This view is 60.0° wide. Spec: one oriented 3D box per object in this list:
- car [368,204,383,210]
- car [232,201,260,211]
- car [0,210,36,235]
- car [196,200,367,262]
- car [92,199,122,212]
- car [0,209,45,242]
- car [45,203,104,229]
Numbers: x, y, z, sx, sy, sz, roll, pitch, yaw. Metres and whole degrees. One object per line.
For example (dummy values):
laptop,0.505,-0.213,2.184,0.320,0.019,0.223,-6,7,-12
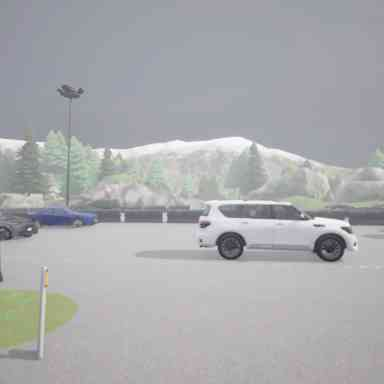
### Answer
car,25.081,2.303,44.591,4.674,1.442,1.812,0,-1,25
car,9.113,2.349,56.726,1.812,1.442,4.674,1,-1,-41
car,-12.340,1.884,20.884,4.181,1.385,1.994,-1,-1,6
car,2.942,1.319,12.198,5.566,2.045,2.150,0,-1,6
car,-11.697,1.983,42.136,5.566,2.045,2.150,-1,-1,6
car,-10.233,1.760,17.137,4.181,1.385,1.994,-1,-1,6
car,-9.368,1.814,24.085,5.008,1.535,1.882,-1,-1,6
